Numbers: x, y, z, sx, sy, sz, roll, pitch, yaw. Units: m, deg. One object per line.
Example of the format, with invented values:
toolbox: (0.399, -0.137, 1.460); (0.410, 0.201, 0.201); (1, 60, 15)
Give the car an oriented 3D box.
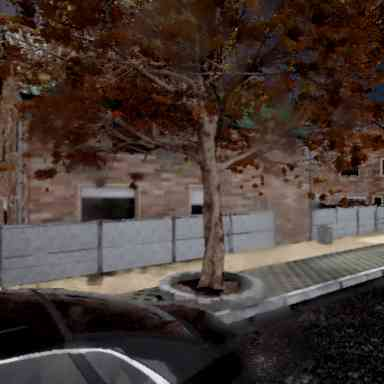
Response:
car: (-1.770, 1.510, 1.806); (4.892, 1.490, 1.837); (0, 0, -35)
